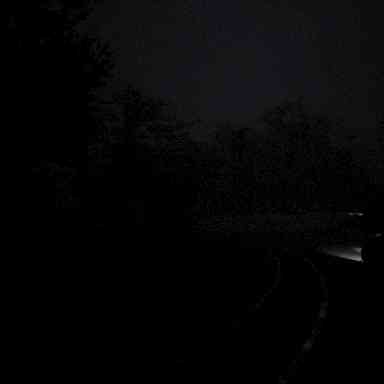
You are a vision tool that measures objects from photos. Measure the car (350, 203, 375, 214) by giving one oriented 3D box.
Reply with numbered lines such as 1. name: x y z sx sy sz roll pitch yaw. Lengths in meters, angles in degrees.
1. car: 23.355 2.214 45.501 4.902 1.511 2.128 4 -3 -40

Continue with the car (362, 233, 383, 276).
1. car: 5.810 1.552 8.437 1.994 1.385 4.181 -1 0 15
